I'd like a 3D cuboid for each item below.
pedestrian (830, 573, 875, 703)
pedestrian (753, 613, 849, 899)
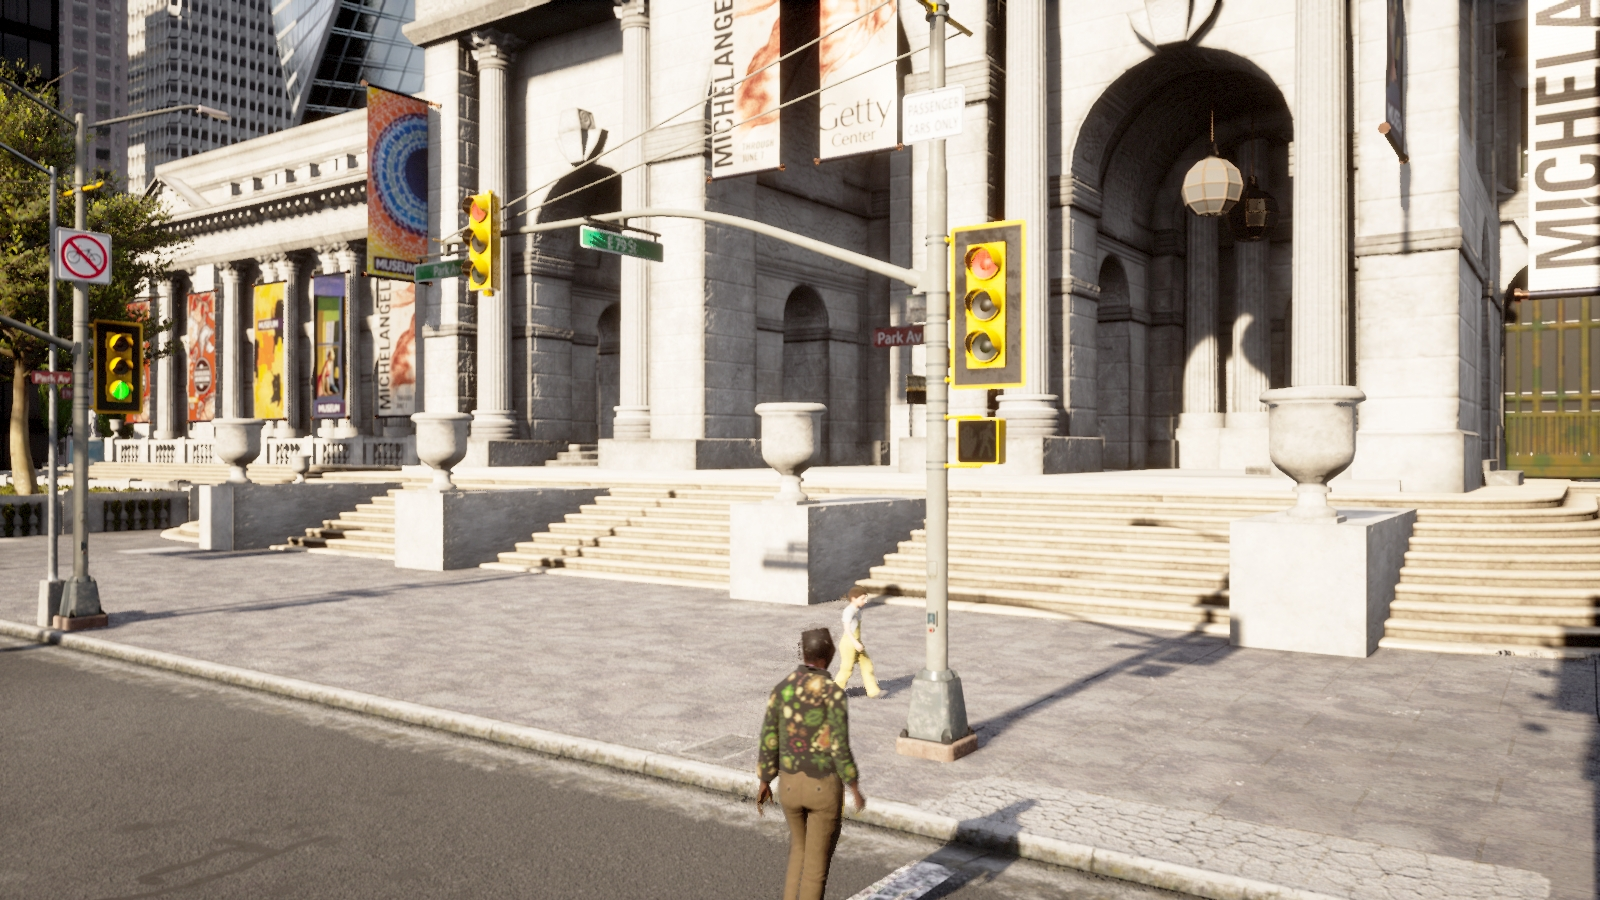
[{"bbox_3d":[0.557,1.973,12.078,0.375,1.300,0.375,0,0,22],"label":"pedestrian"},{"bbox_3d":[0.008,1.847,6.182,0.375,1.860,0.375,0,0,32],"label":"pedestrian"}]
